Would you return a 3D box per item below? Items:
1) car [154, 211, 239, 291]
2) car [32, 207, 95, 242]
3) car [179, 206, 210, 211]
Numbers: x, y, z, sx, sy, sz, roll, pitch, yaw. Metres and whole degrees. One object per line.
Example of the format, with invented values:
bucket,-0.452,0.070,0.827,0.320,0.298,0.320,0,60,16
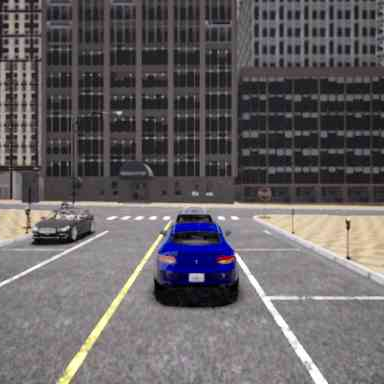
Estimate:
car,0.102,1.452,8.664,1.812,1.442,4.674,0,0,0
car,-5.804,1.419,15.502,2.008,1.369,4.403,1,0,0
car,0.147,1.438,19.360,1.895,1.301,4.718,0,1,1
